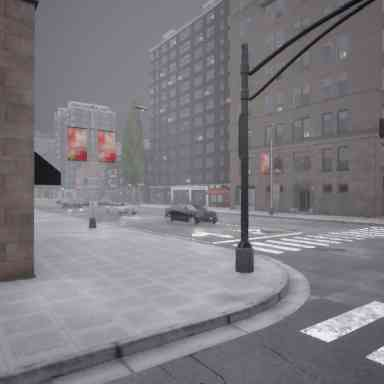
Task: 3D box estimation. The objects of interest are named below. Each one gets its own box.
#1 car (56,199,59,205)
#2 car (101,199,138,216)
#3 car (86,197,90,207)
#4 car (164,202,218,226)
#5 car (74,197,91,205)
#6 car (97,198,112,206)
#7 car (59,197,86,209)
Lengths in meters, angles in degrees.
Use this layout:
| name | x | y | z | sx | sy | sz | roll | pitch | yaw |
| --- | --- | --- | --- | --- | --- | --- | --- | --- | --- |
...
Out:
| name | x | y | z | sx | sy | sz | roll | pitch | yaw |
| --- | --- | --- | --- | --- | --- | --- | --- | --- | --- |
| car | -25.225 | 1.803 | 65.260 | 2.033 | 1.411 | 5.357 | 0 | 0 | -36 |
| car | -7.398 | 1.720 | 34.535 | 1.895 | 1.301 | 4.718 | 0 | 0 | -36 |
| car | -19.024 | 1.783 | 56.636 | 1.994 | 1.385 | 4.181 | 0 | 0 | -36 |
| car | -0.169 | 1.549 | 24.458 | 1.882 | 1.535 | 5.008 | 0 | 0 | -36 |
| car | -21.850 | 1.760 | 66.140 | 1.837 | 1.490 | 4.892 | 0 | 0 | -36 |
| car | -14.435 | 1.704 | 55.810 | 2.128 | 1.511 | 4.902 | 0 | 0 | -36 |
| car | -17.703 | 1.694 | 49.024 | 1.837 | 1.490 | 4.892 | 0 | -1 | -35 |
